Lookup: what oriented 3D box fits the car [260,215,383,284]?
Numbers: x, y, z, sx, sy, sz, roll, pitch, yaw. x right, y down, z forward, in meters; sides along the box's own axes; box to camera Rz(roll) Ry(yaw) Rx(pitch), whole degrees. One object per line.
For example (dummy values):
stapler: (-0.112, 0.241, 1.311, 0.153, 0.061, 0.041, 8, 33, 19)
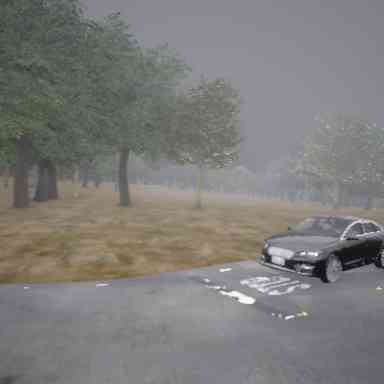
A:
car: (4.045, 1.447, 9.578, 4.902, 1.511, 2.128, 1, 2, -38)
